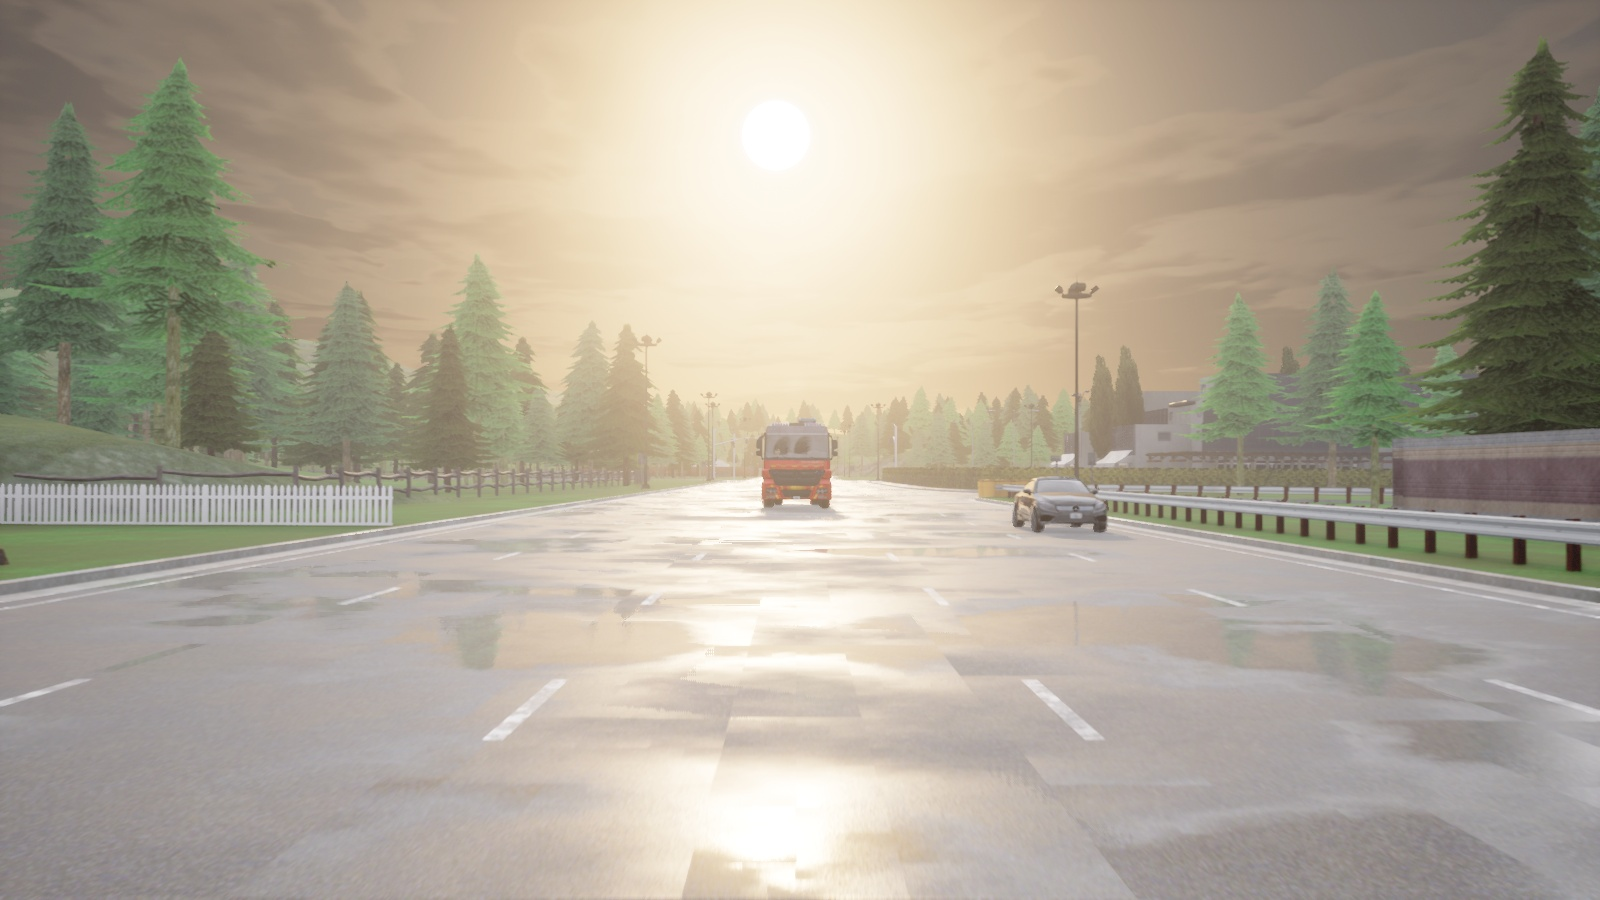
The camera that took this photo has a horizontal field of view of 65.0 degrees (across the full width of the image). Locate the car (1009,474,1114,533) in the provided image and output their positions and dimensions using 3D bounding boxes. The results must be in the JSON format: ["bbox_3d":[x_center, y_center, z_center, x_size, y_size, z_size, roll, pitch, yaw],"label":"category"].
[{"bbox_3d":[6.922,1.377,33.710,1.812,1.442,4.674,0,-1,0],"label":"car"}]

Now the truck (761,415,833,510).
[{"bbox_3d":[-0.133,0.569,54.881,2.891,3.827,8.468,0,-1,0],"label":"truck"}]
